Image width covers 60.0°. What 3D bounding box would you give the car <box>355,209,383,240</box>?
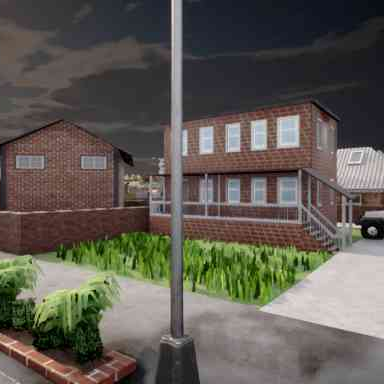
[{"bbox_3d":[8.443,0.973,12.627,3.866,1.878,1.905,0,0,36],"label":"car"}]
